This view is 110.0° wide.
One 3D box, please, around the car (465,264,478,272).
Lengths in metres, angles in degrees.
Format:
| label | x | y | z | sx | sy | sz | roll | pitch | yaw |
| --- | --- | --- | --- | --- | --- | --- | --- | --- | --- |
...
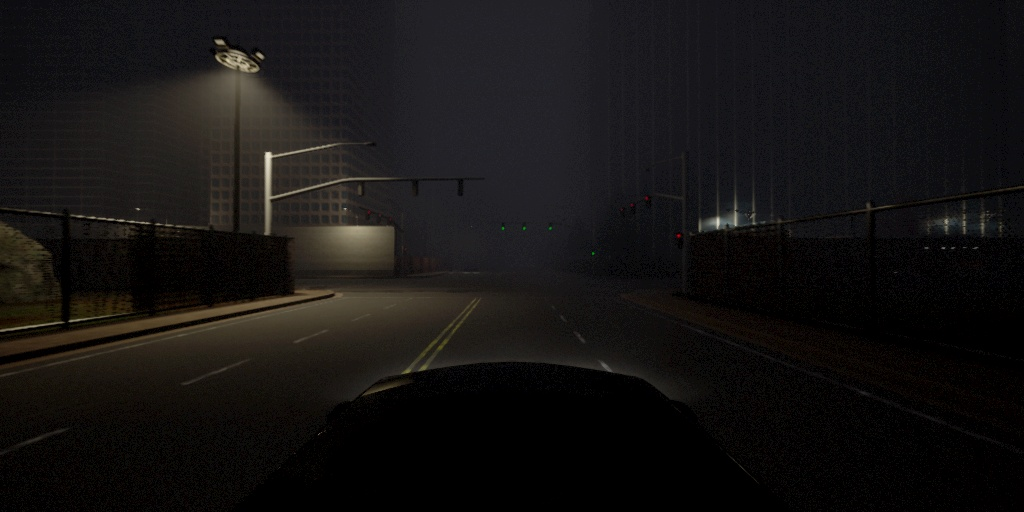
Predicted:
| label | x | y | z | sx | sy | sz | roll | pitch | yaw |
| --- | --- | --- | --- | --- | --- | --- | --- | --- | --- |
| car | -7.035 | 2.074 | 62.621 | 1.812 | 1.442 | 4.674 | 0 | -1 | 1 |

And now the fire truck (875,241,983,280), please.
| label | x | y | z | sx | sy | sz | roll | pitch | yaw |
| --- | --- | --- | --- | --- | --- | --- | --- | --- | --- |
| fire truck | 41.780 | 0.485 | 36.352 | 8.468 | 3.827 | 2.891 | 0 | -1 | 0 |

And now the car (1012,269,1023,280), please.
| label | x | y | z | sx | sy | sz | roll | pitch | yaw |
| --- | --- | --- | --- | --- | --- | --- | --- | --- | --- |
| car | 49.154 | 1.457 | 32.842 | 4.553 | 1.767 | 2.097 | 0 | -1 | 1 |
